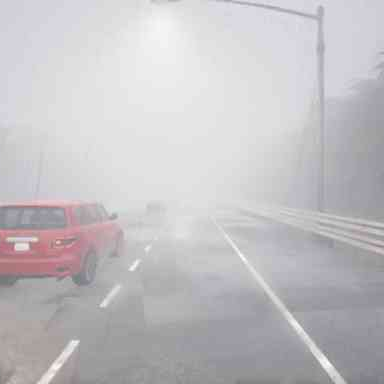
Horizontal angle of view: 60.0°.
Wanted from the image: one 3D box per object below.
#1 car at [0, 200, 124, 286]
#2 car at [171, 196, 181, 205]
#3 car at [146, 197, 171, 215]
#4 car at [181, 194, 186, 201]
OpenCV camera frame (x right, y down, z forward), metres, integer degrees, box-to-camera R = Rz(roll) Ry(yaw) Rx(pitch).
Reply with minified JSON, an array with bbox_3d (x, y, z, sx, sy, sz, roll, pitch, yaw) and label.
[{"bbox_3d":[-3.502,1.224,9.530,2.150,2.045,5.566,0,0,0],"label":"car"},{"bbox_3d":[-3.438,1.584,60.885,1.812,1.442,4.674,0,0,0],"label":"car"},{"bbox_3d":[-3.500,1.498,33.761,1.882,1.535,5.008,0,0,0],"label":"car"},{"bbox_3d":[-3.327,1.689,87.034,1.895,1.301,4.718,0,0,0],"label":"car"}]
